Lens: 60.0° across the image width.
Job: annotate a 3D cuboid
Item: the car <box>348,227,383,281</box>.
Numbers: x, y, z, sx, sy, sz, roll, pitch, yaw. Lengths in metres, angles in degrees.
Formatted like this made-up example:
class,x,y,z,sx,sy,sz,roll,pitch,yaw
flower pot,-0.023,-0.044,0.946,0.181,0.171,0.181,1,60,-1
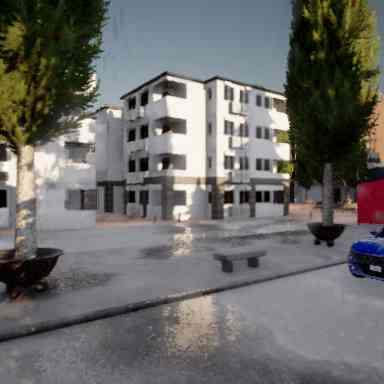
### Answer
class,x,y,z,sx,sy,sz,roll,pitch,yaw
car,6.238,1.481,9.052,5.008,1.535,1.882,0,0,-35
